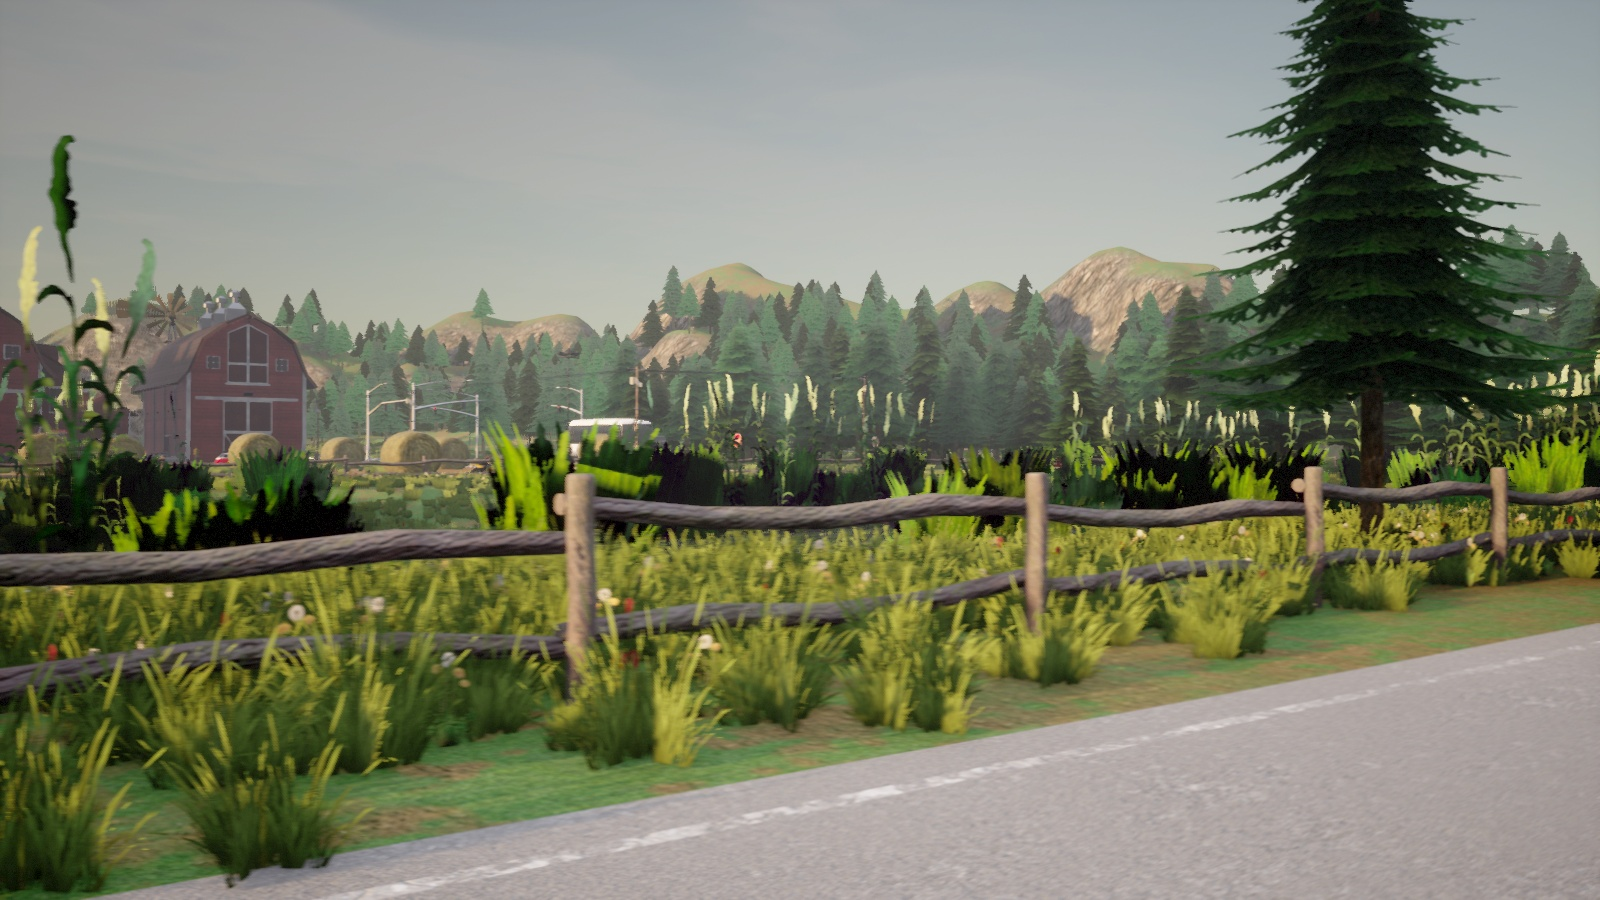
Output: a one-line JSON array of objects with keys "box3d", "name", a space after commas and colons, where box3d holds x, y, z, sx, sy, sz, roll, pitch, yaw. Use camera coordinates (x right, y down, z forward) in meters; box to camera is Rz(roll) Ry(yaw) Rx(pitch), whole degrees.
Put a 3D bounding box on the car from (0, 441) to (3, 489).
[{"box3d": [-36.824, 0.649, 52.760, 5.566, 2.045, 2.150, 0, 0, -34], "name": "car"}]
